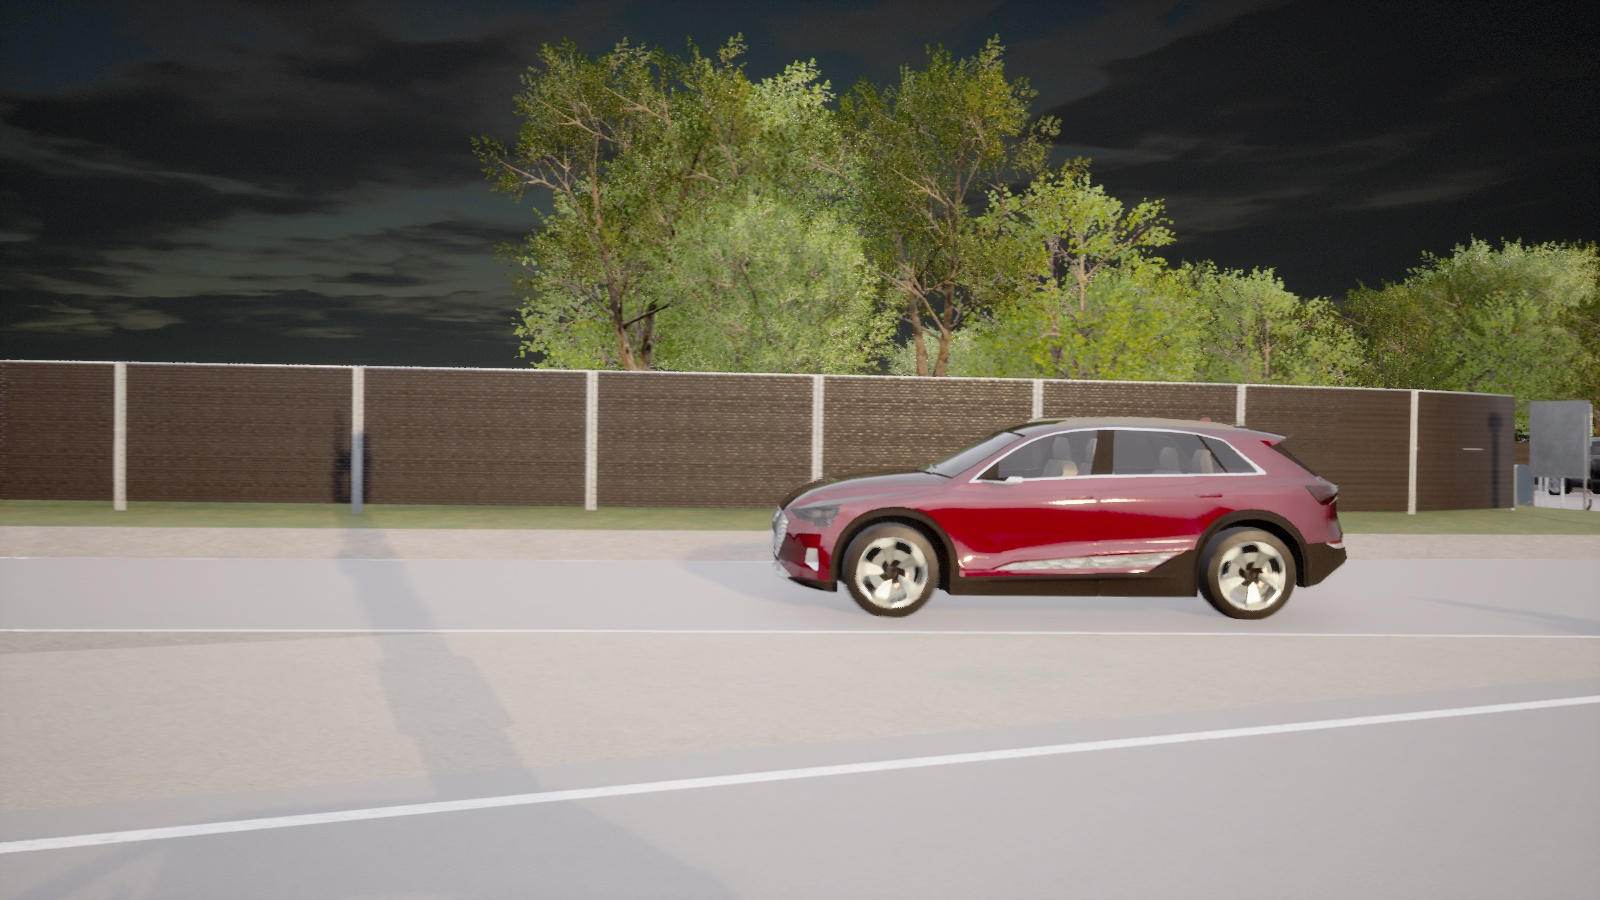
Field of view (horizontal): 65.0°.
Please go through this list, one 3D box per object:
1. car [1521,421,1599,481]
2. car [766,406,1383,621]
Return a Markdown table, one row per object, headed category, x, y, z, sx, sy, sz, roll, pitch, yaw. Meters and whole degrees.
| category | x | y | z | sx | sy | sz | roll | pitch | yaw |
| --- | --- | --- | --- | --- | --- | --- | --- | --- | --- |
| car | 20.691 | 0.003 | 31.045 | 1.837 | 1.490 | 4.892 | -1 | 1 | -21 |
| car | 2.174 | 0.467 | 10.906 | 4.856 | 1.649 | 2.033 | 0 | 1 | -4 |
